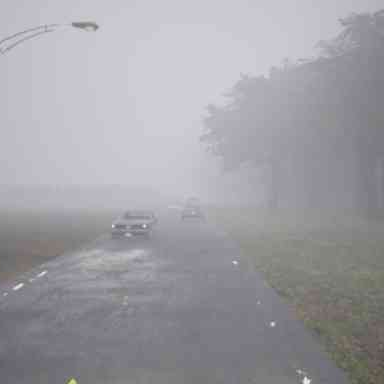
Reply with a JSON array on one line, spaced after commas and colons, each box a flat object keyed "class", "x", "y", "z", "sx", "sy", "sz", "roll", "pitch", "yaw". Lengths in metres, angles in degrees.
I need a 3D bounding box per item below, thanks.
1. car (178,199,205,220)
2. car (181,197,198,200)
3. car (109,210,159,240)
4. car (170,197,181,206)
[{"class": "car", "x": 0.088, "y": 1.600, "z": 28.263, "sx": 1.994, "sy": 1.385, "sz": 4.181, "roll": 0, "pitch": 0, "yaw": 0}, {"class": "car", "x": 0.074, "y": 1.429, "z": 40.897, "sx": 2.097, "sy": 1.767, "sz": 4.553, "roll": 0, "pitch": 0, "yaw": 0}, {"class": "car", "x": -2.859, "y": 1.616, "z": 17.179, "sx": 1.895, "sy": 1.301, "sz": 4.718, "roll": 0, "pitch": 0, "yaw": 0}, {"class": "car", "x": -2.818, "y": 1.664, "z": 59.507, "sx": 2.128, "sy": 1.511, "sz": 4.902, "roll": 0, "pitch": 0, "yaw": 1}]
